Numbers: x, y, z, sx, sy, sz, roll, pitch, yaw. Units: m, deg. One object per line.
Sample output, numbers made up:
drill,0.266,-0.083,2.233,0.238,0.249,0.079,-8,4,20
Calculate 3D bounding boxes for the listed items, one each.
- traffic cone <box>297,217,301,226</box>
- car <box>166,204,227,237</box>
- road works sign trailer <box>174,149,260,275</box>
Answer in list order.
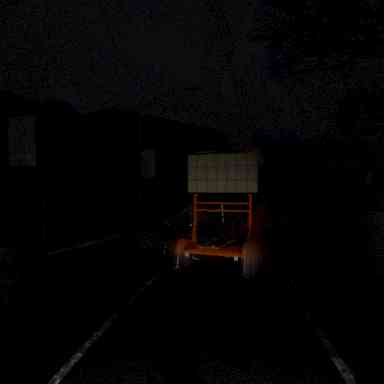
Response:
traffic cone,7.175,1.984,22.224,0.340,0.580,0.340,1,0,21
car,0.370,1.454,18.136,1.882,1.535,5.008,0,0,25
road works sign trailer,1.012,0.461,10.684,2.380,3.560,2.880,0,0,21
